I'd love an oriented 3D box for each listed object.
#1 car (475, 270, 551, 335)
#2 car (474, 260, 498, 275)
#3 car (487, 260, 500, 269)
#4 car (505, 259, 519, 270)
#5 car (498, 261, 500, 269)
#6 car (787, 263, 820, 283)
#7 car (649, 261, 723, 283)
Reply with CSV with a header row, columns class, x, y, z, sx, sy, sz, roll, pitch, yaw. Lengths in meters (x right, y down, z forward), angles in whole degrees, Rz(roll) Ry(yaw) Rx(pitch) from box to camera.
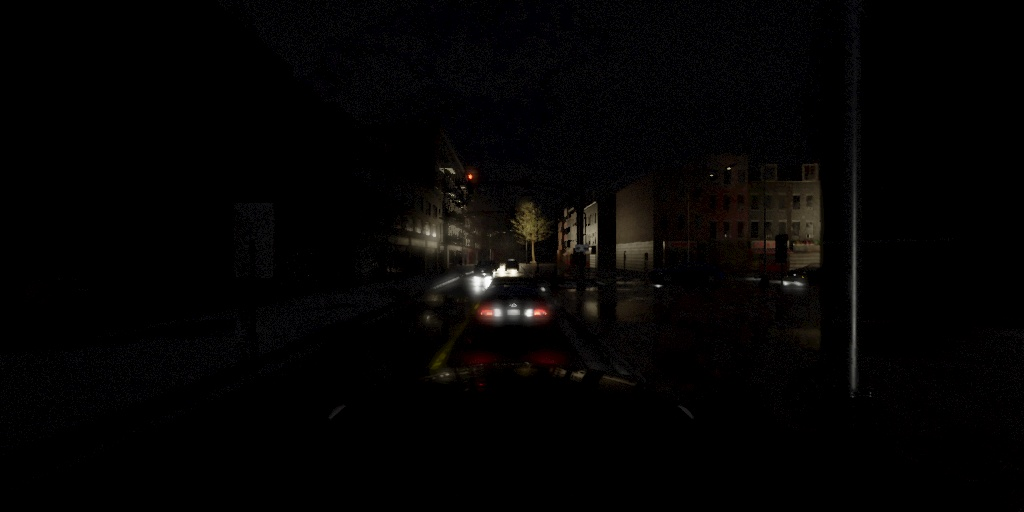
class,x,y,z,sx,sy,sz,roll,pitch,yaw
car,0.048,1.297,10.435,2.033,1.411,5.357,0,0,0
car,-2.908,1.250,37.934,2.128,1.511,4.902,0,0,0
car,-2.945,1.342,57.764,1.994,1.385,4.181,0,0,-1
car,0.009,1.336,53.077,1.994,1.385,4.181,0,0,0
car,-2.930,1.331,47.767,1.994,1.385,4.181,0,0,0
car,22.553,1.183,26.082,4.181,1.385,1.994,0,0,0
car,12.532,1.150,26.036,5.008,1.535,1.882,0,0,0
